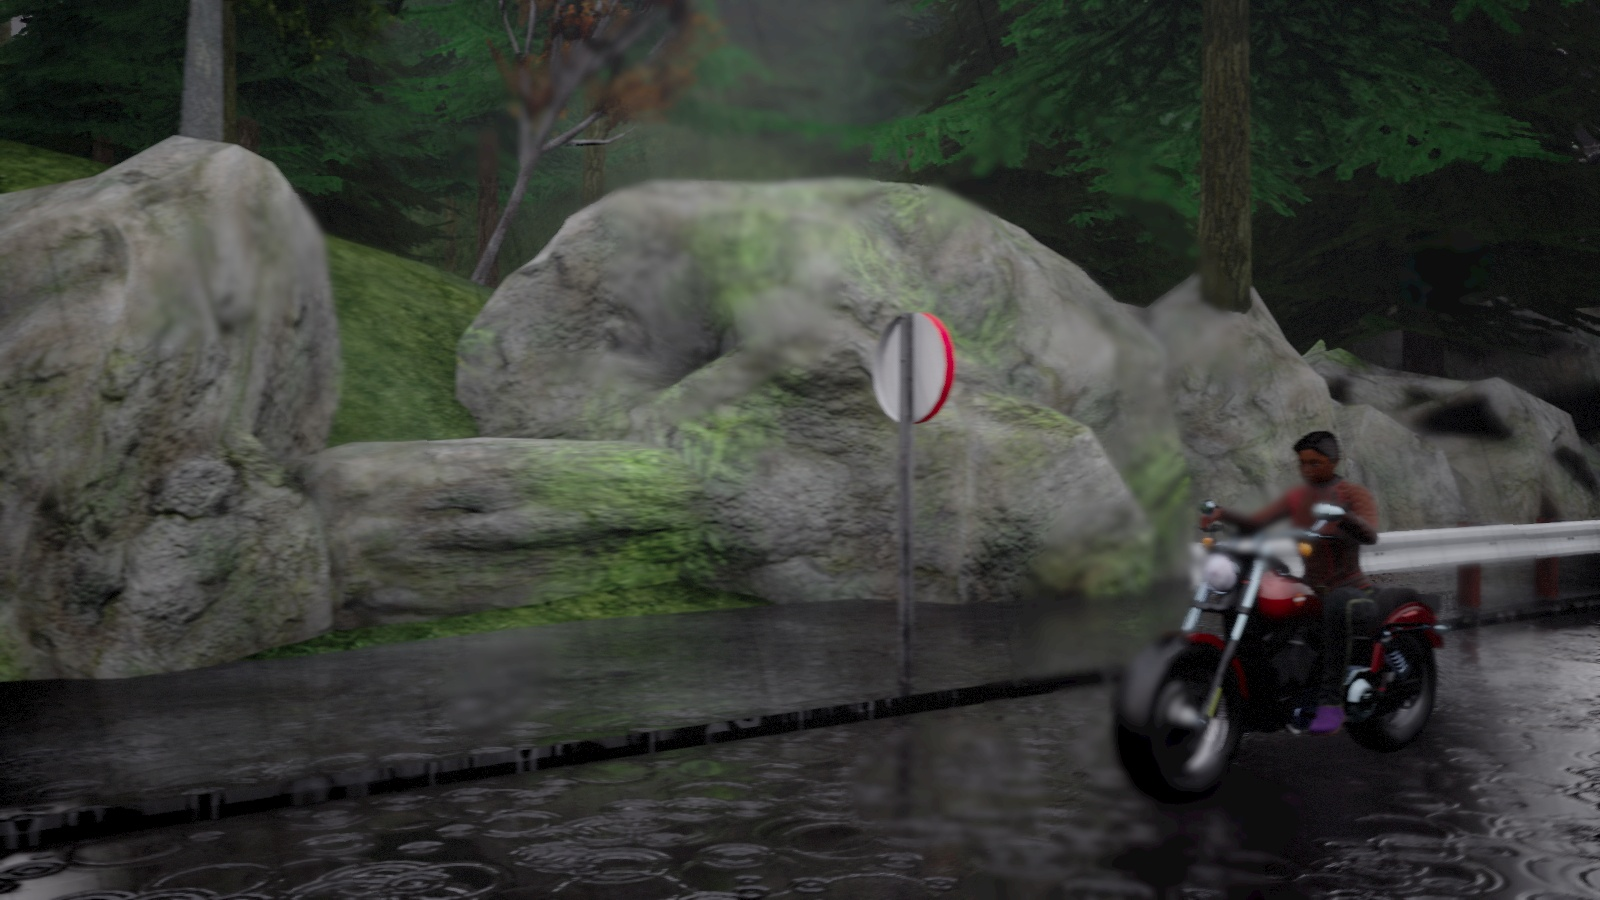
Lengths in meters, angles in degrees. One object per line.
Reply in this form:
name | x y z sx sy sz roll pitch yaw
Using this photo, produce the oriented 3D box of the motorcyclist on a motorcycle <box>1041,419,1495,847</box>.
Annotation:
motorcyclist on a motorcycle | 2.237 0.705 5.826 2.350 1.649 0.766 0 0 -35
